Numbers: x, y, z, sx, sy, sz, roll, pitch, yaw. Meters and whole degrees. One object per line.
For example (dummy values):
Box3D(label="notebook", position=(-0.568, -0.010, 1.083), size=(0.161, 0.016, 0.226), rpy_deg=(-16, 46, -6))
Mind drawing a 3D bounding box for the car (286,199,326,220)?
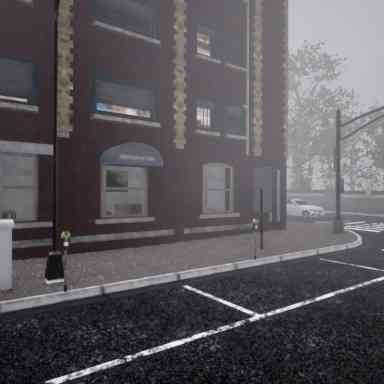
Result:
Box3D(label="car", position=(8.008, 1.256, 25.815), size=(1.812, 1.442, 4.674), rpy_deg=(0, 1, -36))
